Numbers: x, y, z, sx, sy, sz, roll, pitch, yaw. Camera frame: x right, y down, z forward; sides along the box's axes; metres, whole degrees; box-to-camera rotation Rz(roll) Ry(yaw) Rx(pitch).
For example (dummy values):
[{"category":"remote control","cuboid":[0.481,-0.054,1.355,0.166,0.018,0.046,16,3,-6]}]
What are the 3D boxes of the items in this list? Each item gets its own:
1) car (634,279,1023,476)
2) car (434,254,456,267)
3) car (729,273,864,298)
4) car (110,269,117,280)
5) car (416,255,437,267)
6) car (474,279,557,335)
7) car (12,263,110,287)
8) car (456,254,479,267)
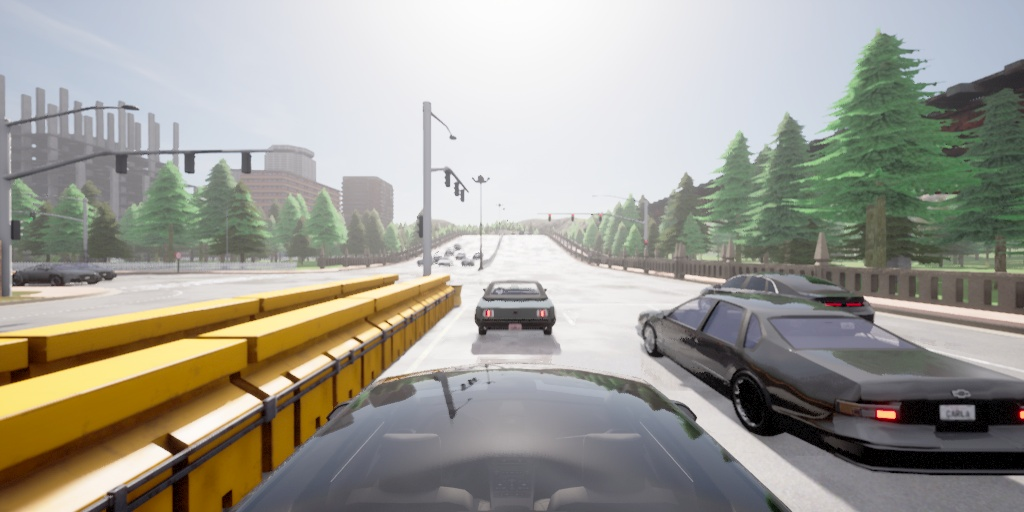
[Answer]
[{"category":"car","cuboid":[3.563,1.278,5.364,2.033,1.411,5.357,0,0,0]},{"category":"car","cuboid":[-10.555,0.922,57.002,1.812,1.442,4.674,0,1,0]},{"category":"car","cuboid":[7.084,1.211,9.988,1.837,1.490,4.892,0,0,0]},{"category":"car","cuboid":[-32.087,1.184,26.560,4.181,1.385,1.994,0,0,2]},{"category":"car","cuboid":[-14.050,0.857,58.015,2.128,1.511,4.902,0,2,0]},{"category":"car","cuboid":[0.084,1.306,10.271,1.895,1.301,4.718,0,0,0]},{"category":"car","cuboid":[-29.084,1.202,22.946,4.181,1.385,1.994,0,0,2]},{"category":"car","cuboid":[-7.055,0.877,57.404,2.128,1.511,4.902,0,2,0]}]
